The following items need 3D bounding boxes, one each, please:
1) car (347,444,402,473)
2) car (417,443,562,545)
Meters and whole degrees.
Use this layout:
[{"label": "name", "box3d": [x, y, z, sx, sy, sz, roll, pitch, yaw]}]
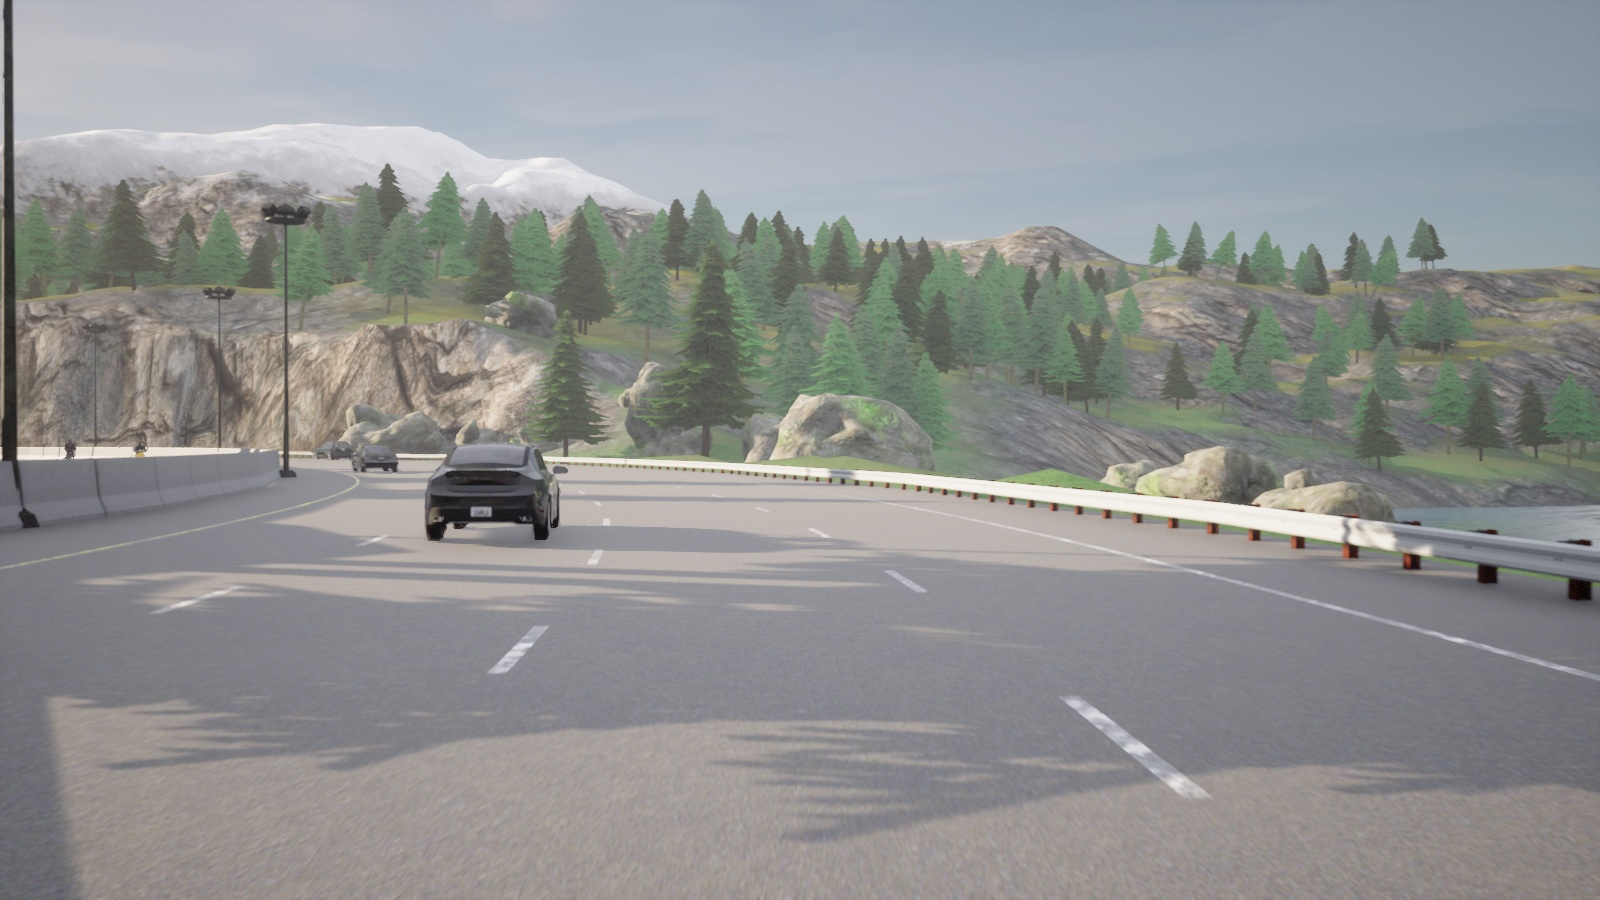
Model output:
[{"label": "car", "box3d": [-22.289, 0.409, 65.661, 2.033, 1.411, 5.357, 0, 0, -26]}, {"label": "car", "box3d": [-5.016, 0.630, 20.885, 1.837, 1.490, 4.892, 0, 0, -8]}]
